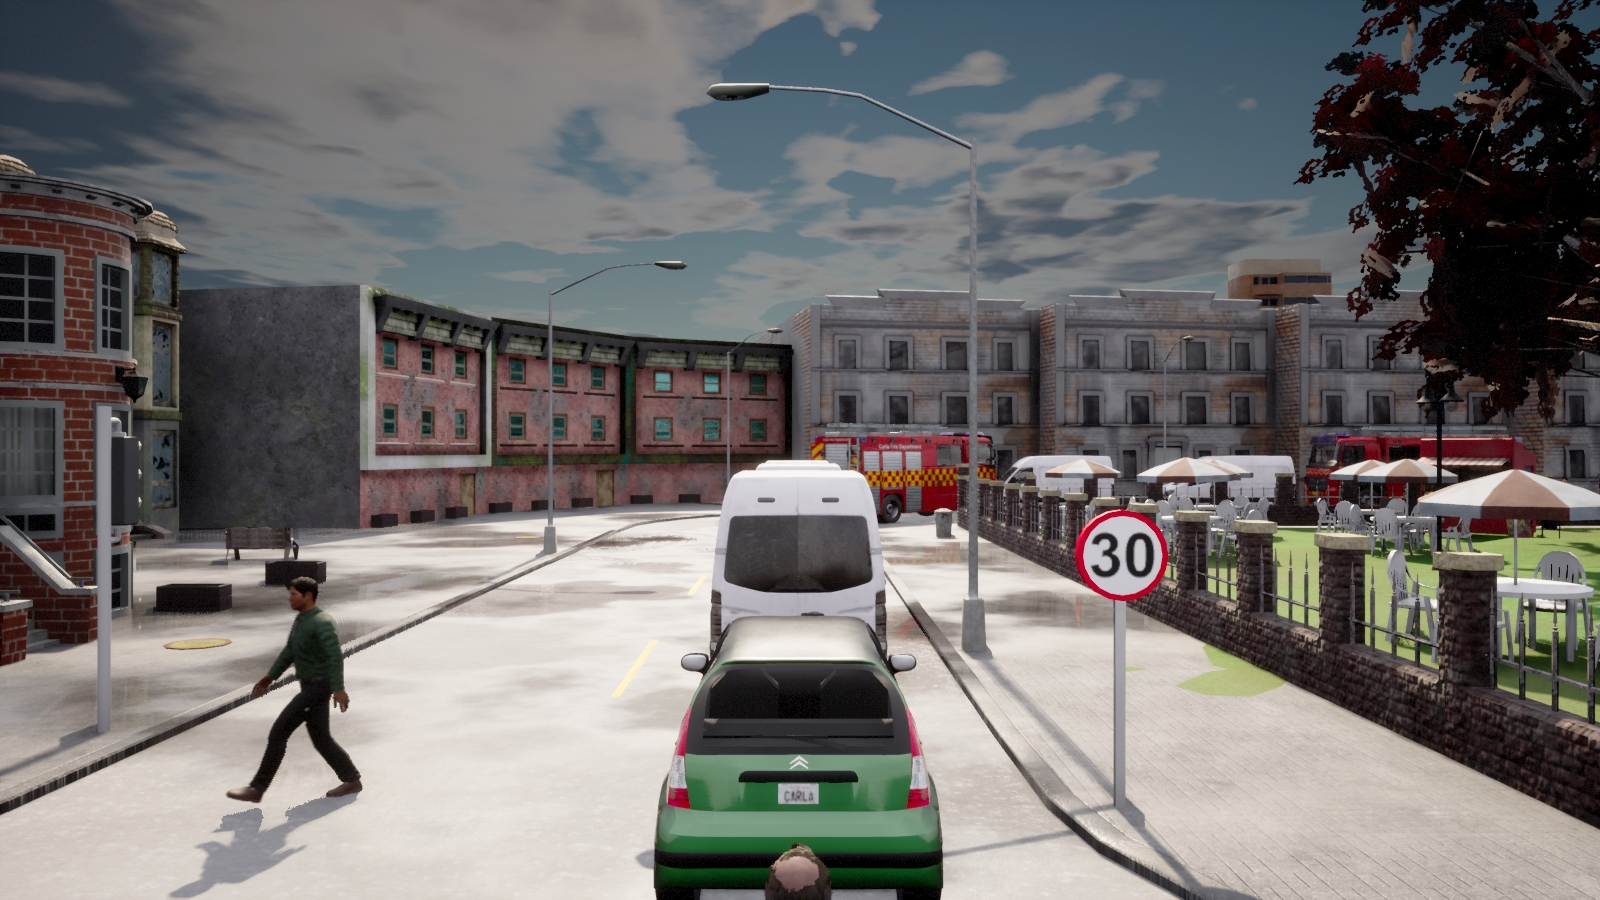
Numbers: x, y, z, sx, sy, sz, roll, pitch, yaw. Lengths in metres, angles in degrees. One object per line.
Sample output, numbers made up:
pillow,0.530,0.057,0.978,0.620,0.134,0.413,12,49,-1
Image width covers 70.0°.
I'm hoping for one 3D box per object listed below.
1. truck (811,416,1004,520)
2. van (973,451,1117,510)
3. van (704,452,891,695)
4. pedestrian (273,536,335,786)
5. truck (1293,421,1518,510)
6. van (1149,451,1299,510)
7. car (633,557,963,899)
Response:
truck,4.502,0.672,46.247,8.468,3.827,2.891,0,0,-43
van,10.768,1.314,50.430,5.915,2.561,1.988,0,0,0
van,-0.025,1.315,15.105,1.988,2.561,5.915,0,0,0
pedestrian,-3.895,1.629,8.974,0.375,1.860,0.375,0,0,-36
truck,26.739,0.670,50.713,8.468,3.827,2.891,0,0,0
van,18.656,1.314,50.452,5.915,2.561,1.988,0,0,0
car,-0.015,1.779,8.404,1.851,1.617,3.988,0,0,0
